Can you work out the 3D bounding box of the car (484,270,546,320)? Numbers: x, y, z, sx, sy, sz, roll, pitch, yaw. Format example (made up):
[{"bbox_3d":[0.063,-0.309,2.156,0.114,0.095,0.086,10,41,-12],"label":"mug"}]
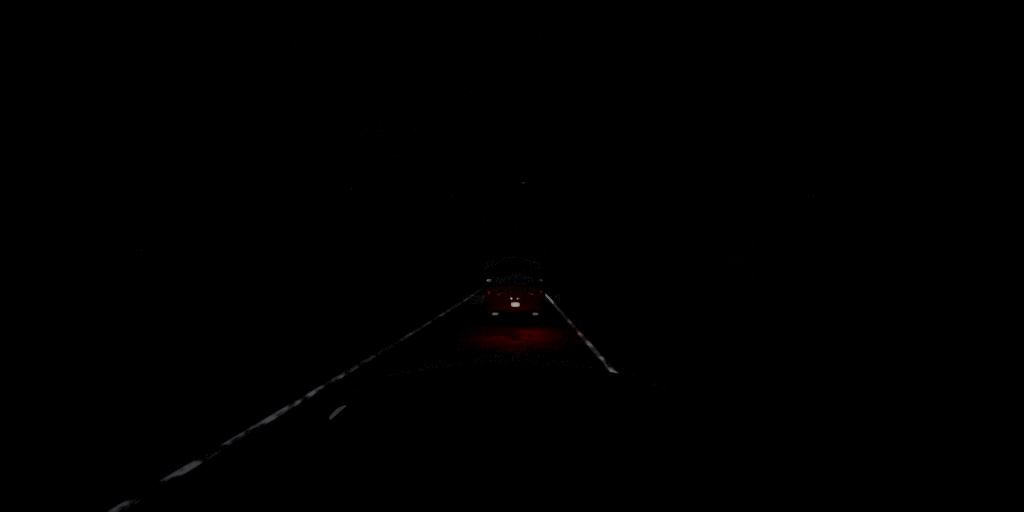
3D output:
[{"bbox_3d":[0.096,1.230,12.678,1.882,1.535,5.008,0,0,0],"label":"car"}]
